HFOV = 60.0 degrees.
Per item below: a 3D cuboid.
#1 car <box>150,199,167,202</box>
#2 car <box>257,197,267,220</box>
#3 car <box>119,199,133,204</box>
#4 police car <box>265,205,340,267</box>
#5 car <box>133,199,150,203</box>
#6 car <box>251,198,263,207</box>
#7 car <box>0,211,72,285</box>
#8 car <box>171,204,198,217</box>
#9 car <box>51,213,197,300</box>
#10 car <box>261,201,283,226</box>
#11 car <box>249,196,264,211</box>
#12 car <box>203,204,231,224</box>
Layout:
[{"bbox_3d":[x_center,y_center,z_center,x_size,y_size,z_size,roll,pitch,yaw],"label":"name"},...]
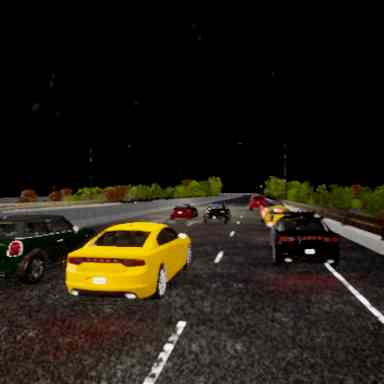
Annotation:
[{"bbox_3d":[-5.683,2.044,62.428,2.033,1.411,5.357,0,0,11],"label":"car"},{"bbox_3d":[6.733,1.532,27.586,2.097,1.767,4.553,0,0,11],"label":"car"},{"bbox_3d":[-12.500,2.103,63.958,1.994,1.385,4.181,0,0,11],"label":"car"},{"bbox_3d":[3.824,1.501,11.995,1.930,1.638,5.238,0,0,11],"label":"police car"},{"bbox_3d":[-9.028,1.998,63.518,1.882,1.535,5.008,0,0,11],"label":"car"},{"bbox_3d":[12.255,1.911,62.892,2.128,1.511,4.902,0,0,11],"label":"car"},{"bbox_3d":[-4.609,1.450,10.112,2.097,1.767,4.553,0,-1,11],"label":"car"},{"bbox_3d":[-0.672,1.805,31.238,1.994,1.385,4.181,0,0,11],"label":"car"},{"bbox_3d":[-1.305,1.551,8.766,1.882,1.535,5.008,0,0,11],"label":"car"},{"bbox_3d":[5.673,1.598,21.903,1.801,1.575,5.366,0,0,11],"label":"car"},{"bbox_3d":[9.095,1.529,45.969,2.150,2.045,5.566,0,0,11],"label":"car"},{"bbox_3d":[2.111,1.688,27.072,2.128,1.511,4.902,0,0,11],"label":"car"}]
